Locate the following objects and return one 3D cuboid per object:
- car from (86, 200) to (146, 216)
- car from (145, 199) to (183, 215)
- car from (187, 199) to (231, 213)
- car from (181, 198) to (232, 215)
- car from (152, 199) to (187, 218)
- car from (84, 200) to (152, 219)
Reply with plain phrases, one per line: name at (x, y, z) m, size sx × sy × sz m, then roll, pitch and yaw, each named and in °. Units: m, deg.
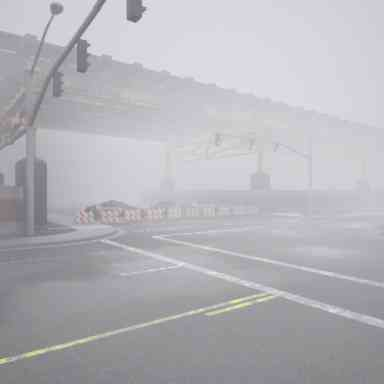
car at (-6.261, 1.295, 27.605) m, size 4.536 × 1.218 × 1.853 m, roll 0°, pitch 0°, yaw 8°
car at (-2.446, 1.295, 30.329) m, size 1.853 × 1.218 × 4.536 m, roll 0°, pitch 0°, yaw 18°
car at (1.400, 1.295, 34.029) m, size 4.536 × 1.218 × 1.853 m, roll 0°, pitch 0°, yaw -7°
car at (1.452, 1.453, 34.036) m, size 4.974 × 1.542 × 2.038 m, roll 0°, pitch 0°, yaw -7°
car at (-2.462, 1.453, 30.280) m, size 2.038 × 1.542 × 4.974 m, roll 0°, pitch 0°, yaw 18°
car at (-6.209, 1.453, 27.598) m, size 4.974 × 1.542 × 2.038 m, roll 0°, pitch 0°, yaw 8°
